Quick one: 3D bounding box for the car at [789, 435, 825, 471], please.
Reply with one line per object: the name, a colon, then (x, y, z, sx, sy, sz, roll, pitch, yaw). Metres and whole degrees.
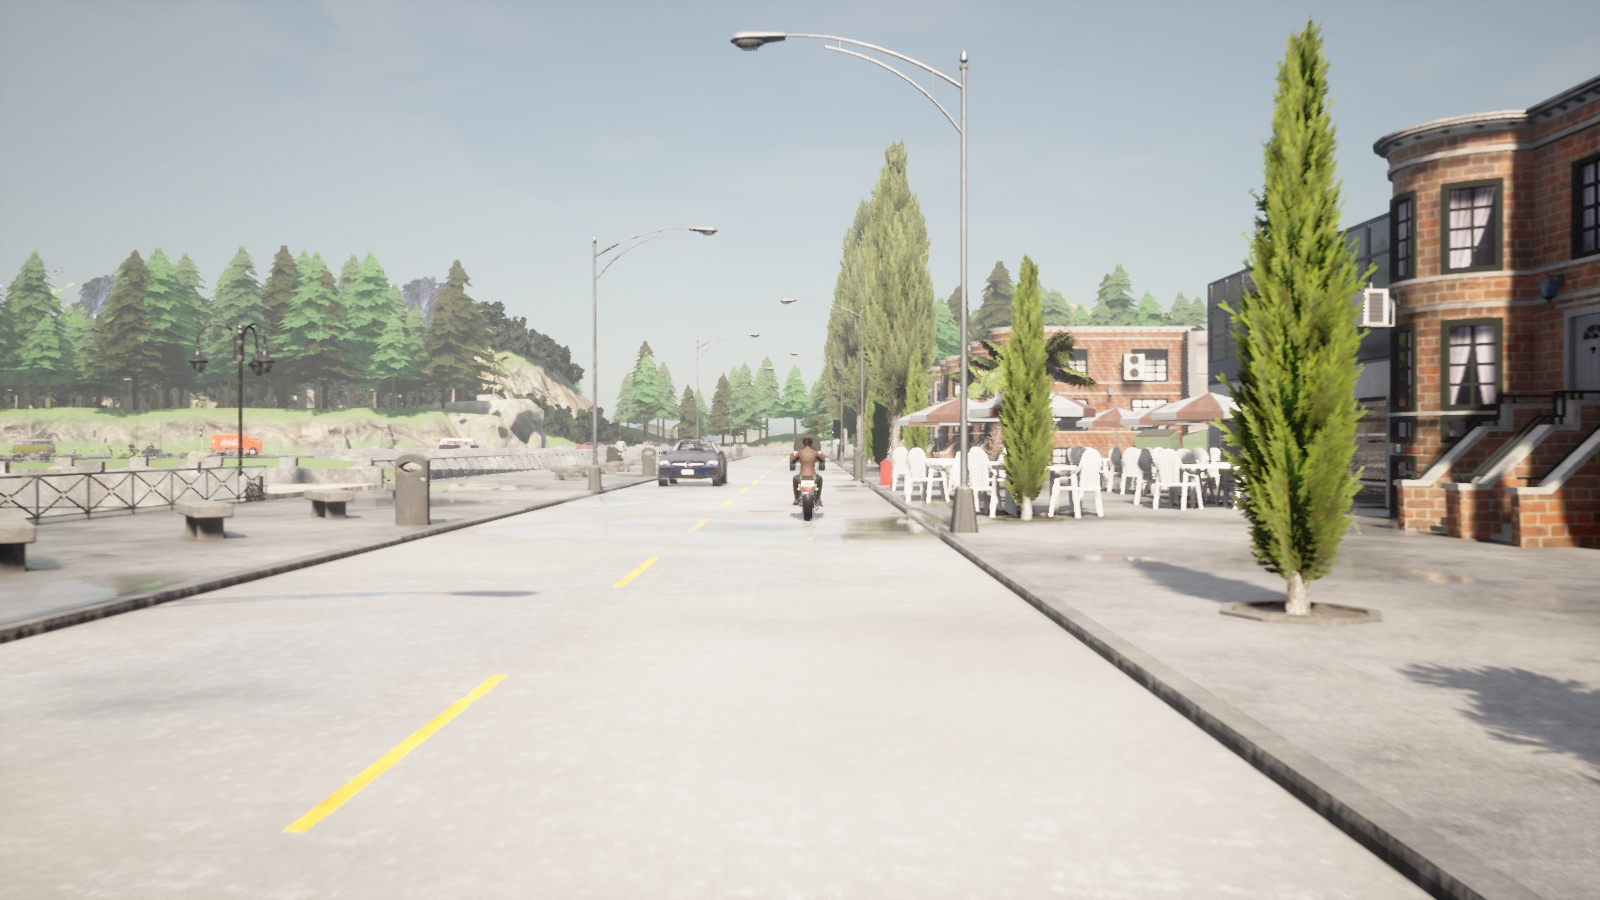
car: (0.395, 0.156, 68.675, 1.905, 1.878, 3.866, 0, 0, 0)

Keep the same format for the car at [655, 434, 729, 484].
car: (-3.739, 0.273, 44.232, 2.152, 1.651, 5.027, 0, 0, 0)

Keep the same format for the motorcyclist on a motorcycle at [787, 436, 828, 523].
motorcyclist on a motorcycle: (0.153, 0.556, 24.977, 0.766, 1.649, 2.350, 0, 0, 0)
